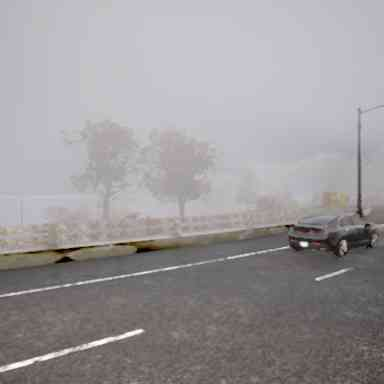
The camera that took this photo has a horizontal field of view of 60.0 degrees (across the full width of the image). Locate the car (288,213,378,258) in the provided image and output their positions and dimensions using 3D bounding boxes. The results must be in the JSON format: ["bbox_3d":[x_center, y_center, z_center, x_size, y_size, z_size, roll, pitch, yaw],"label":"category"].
[{"bbox_3d":[5.739,1.589,13.289,4.892,1.490,1.837,0,0,-42],"label":"car"}]
